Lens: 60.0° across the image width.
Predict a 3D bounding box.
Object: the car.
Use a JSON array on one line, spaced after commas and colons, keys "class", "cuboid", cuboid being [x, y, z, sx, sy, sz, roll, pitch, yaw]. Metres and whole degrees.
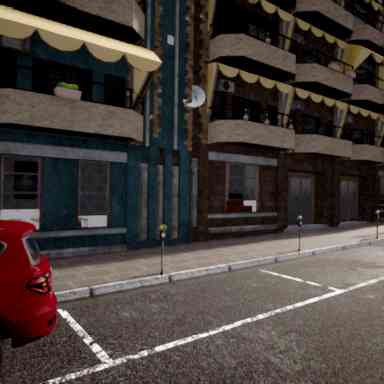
[{"class": "car", "cuboid": [-4.122, 1.315, 3.595, 5.009, 1.841, 2.192, 0, 1, -36]}]
